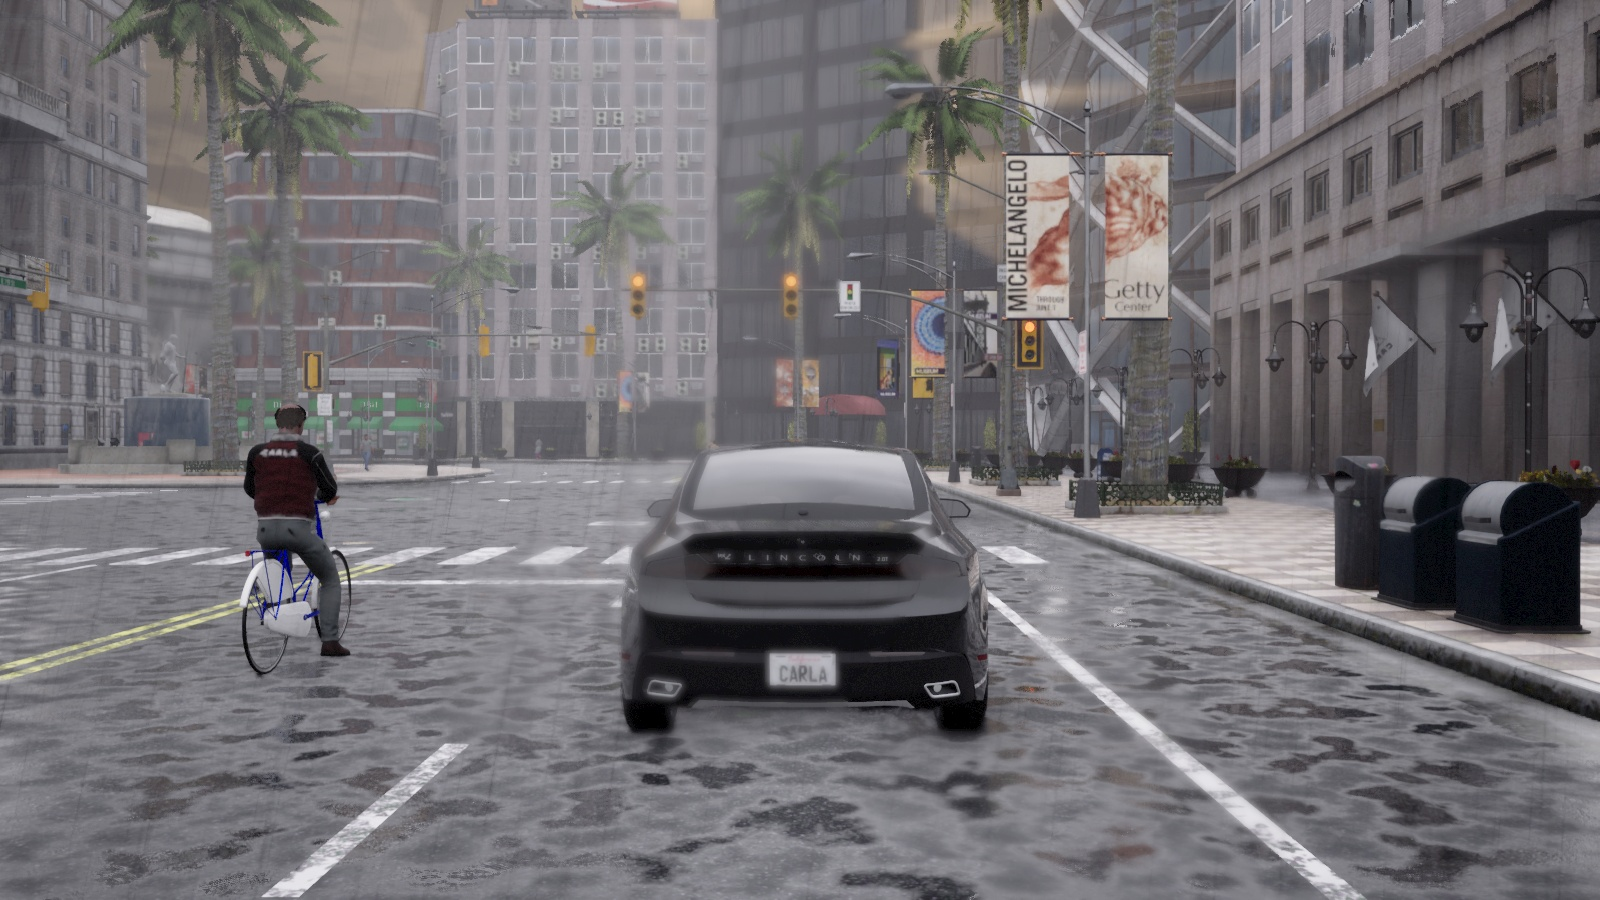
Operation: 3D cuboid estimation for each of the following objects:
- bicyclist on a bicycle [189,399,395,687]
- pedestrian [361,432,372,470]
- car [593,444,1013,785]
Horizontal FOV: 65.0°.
[{"bbox_3d":[-3.432,0.565,8.669,0.659,1.776,1.843,0,1,0],"label":"bicyclist on a bicycle"},{"bbox_3d":[-20.777,0.046,60.203,0.354,1.836,0.706,0,0,-8],"label":"pedestrian"},{"bbox_3d":[0.047,0.706,7.945,1.837,1.490,4.892,0,0,1],"label":"car"}]
